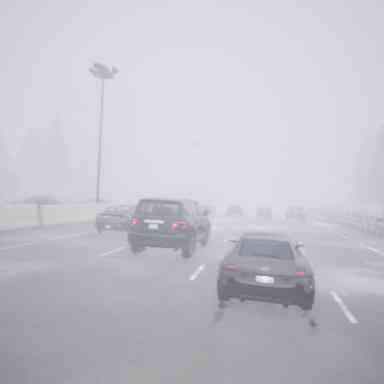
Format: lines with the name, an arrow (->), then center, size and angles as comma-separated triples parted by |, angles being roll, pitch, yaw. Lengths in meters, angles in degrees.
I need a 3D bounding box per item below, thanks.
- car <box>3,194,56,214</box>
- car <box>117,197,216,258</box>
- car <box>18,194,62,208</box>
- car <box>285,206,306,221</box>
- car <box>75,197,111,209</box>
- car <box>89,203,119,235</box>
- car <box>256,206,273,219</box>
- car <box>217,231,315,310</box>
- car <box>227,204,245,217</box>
car -> -12.385, 1.126, 26.225 | 2.033, 1.411, 5.357 | 3, -1, 12
car -> -0.669, 1.248, 13.245 | 2.150, 2.045, 5.566 | 3, -1, 12
car -> -17.059, 1.012, 37.579 | 1.837, 1.490, 4.892 | 3, -1, 13
car -> 11.965, 2.378, 38.579 | 2.097, 1.767, 4.553 | 3, -1, 12
car -> -12.443, 1.365, 42.216 | 2.033, 1.411, 5.357 | 3, -1, 13
car -> -3.322, 1.425, 17.574 | 2.128, 1.511, 4.902 | 3, -1, 12
car -> 8.506, 2.404, 39.153 | 2.033, 1.411, 5.357 | 3, -1, 12
car -> 1.831, 1.681, 8.359 | 1.994, 1.385, 4.181 | 3, 0, 12
car -> 5.447, 2.242, 41.553 | 1.837, 1.490, 4.892 | 3, 0, 12
